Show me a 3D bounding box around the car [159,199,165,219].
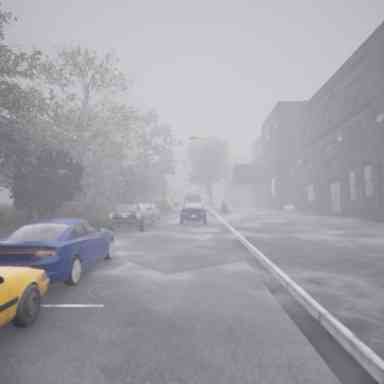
[{"bbox_3d":[-3.643,1.536,26.167,2.002,1.452,4.674,0,0,2],"label":"car"}]

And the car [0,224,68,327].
[{"bbox_3d":[-3.644,1.478,4.073,1.946,1.575,5.366,0,0,2],"label":"car"}]

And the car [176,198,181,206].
[{"bbox_3d":[-3.614,1.818,59.585,2.163,1.488,4.792,1,-2,2],"label":"car"}]

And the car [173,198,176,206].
[{"bbox_3d":[-3.639,1.383,42.851,2.185,1.767,4.553,0,0,2],"label":"car"}]

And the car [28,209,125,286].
[{"bbox_3d":[-3.649,1.483,9.453,2.097,1.535,5.008,0,0,2],"label":"car"}]

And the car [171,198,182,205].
[{"bbox_3d":[-3.618,2.253,76.250,2.097,1.535,5.008,0,-1,2],"label":"car"}]

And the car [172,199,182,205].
[{"bbox_3d":[-3.619,2.438,81.854,2.163,1.488,4.792,0,-1,2],"label":"car"}]

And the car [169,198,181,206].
[{"bbox_3d":[-3.612,2.098,70.691,2.097,1.535,5.008,1,-2,2],"label":"car"}]

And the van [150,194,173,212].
[{"bbox_3d":[-3.636,1.279,37.428,1.878,1.987,4.442,0,0,2],"label":"van"}]

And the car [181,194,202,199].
[{"bbox_3d":[0.119,1.250,42.436,2.150,2.045,5.566,0,0,0],"label":"car"}]

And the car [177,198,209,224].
[{"bbox_3d":[0.109,1.492,25.123,1.882,1.535,5.008,0,0,0],"label":"car"}]

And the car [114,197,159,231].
[{"bbox_3d":[-3.647,1.366,20.568,2.185,1.767,4.553,0,0,2],"label":"car"}]
